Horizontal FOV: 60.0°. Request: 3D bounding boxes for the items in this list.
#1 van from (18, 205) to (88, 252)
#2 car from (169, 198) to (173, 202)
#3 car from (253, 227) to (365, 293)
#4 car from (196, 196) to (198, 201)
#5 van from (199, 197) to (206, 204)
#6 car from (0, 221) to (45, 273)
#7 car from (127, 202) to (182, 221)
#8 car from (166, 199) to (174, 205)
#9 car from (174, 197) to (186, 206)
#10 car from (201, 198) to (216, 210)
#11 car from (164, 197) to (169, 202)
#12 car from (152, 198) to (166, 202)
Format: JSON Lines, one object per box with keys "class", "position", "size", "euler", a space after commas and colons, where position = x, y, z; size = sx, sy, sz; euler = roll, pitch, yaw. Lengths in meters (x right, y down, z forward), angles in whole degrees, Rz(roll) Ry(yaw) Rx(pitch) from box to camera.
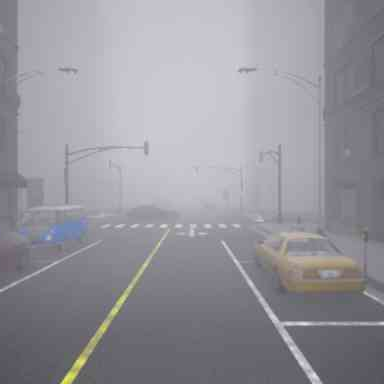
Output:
{"class": "van", "position": [-5.783, 1.483, 14.214], "size": [1.690, 1.788, 3.998], "euler": [-1, -1, 0]}
{"class": "car", "position": [-5.673, 2.062, 69.034], "size": [2.192, 1.841, 5.009], "euler": [-1, -1, 0]}
{"class": "car", "position": [2.747, 1.615, 8.931], "size": [1.752, 1.417, 4.829], "euler": [-1, -1, 0]}
{"class": "car", "position": [2.882, 2.266, 86.035], "size": [2.192, 1.841, 5.009], "euler": [-1, -1, 0]}
{"class": "van", "position": [2.852, 2.088, 69.022], "size": [1.690, 1.788, 3.998], "euler": [-1, -1, 0]}
{"class": "car", "position": [-5.777, 1.669, 8.755], "size": [1.802, 1.307, 4.206], "euler": [-1, -1, 0]}
{"class": "car", "position": [-3.470, 1.839, 29.771], "size": [4.674, 1.442, 1.812], "euler": [0, -1, 0]}
{"class": "car", "position": [-5.639, 2.532, 86.042], "size": [1.802, 1.307, 4.206], "euler": [-1, -1, 0]}
{"class": "car", "position": [-2.884, 2.381, 76.021], "size": [1.994, 1.385, 4.181], "euler": [0, -1, 0]}
{"class": "car", "position": [2.825, 2.118, 52.006], "size": [1.947, 1.339, 4.313], "euler": [-1, -1, 0]}
{"class": "car", "position": [-5.693, 1.931, 57.693], "size": [2.192, 1.841, 5.009], "euler": [-1, -1, 0]}
{"class": "car", "position": [-5.700, 2.118, 52.020], "size": [1.947, 1.339, 4.313], "euler": [-1, -1, 0]}
